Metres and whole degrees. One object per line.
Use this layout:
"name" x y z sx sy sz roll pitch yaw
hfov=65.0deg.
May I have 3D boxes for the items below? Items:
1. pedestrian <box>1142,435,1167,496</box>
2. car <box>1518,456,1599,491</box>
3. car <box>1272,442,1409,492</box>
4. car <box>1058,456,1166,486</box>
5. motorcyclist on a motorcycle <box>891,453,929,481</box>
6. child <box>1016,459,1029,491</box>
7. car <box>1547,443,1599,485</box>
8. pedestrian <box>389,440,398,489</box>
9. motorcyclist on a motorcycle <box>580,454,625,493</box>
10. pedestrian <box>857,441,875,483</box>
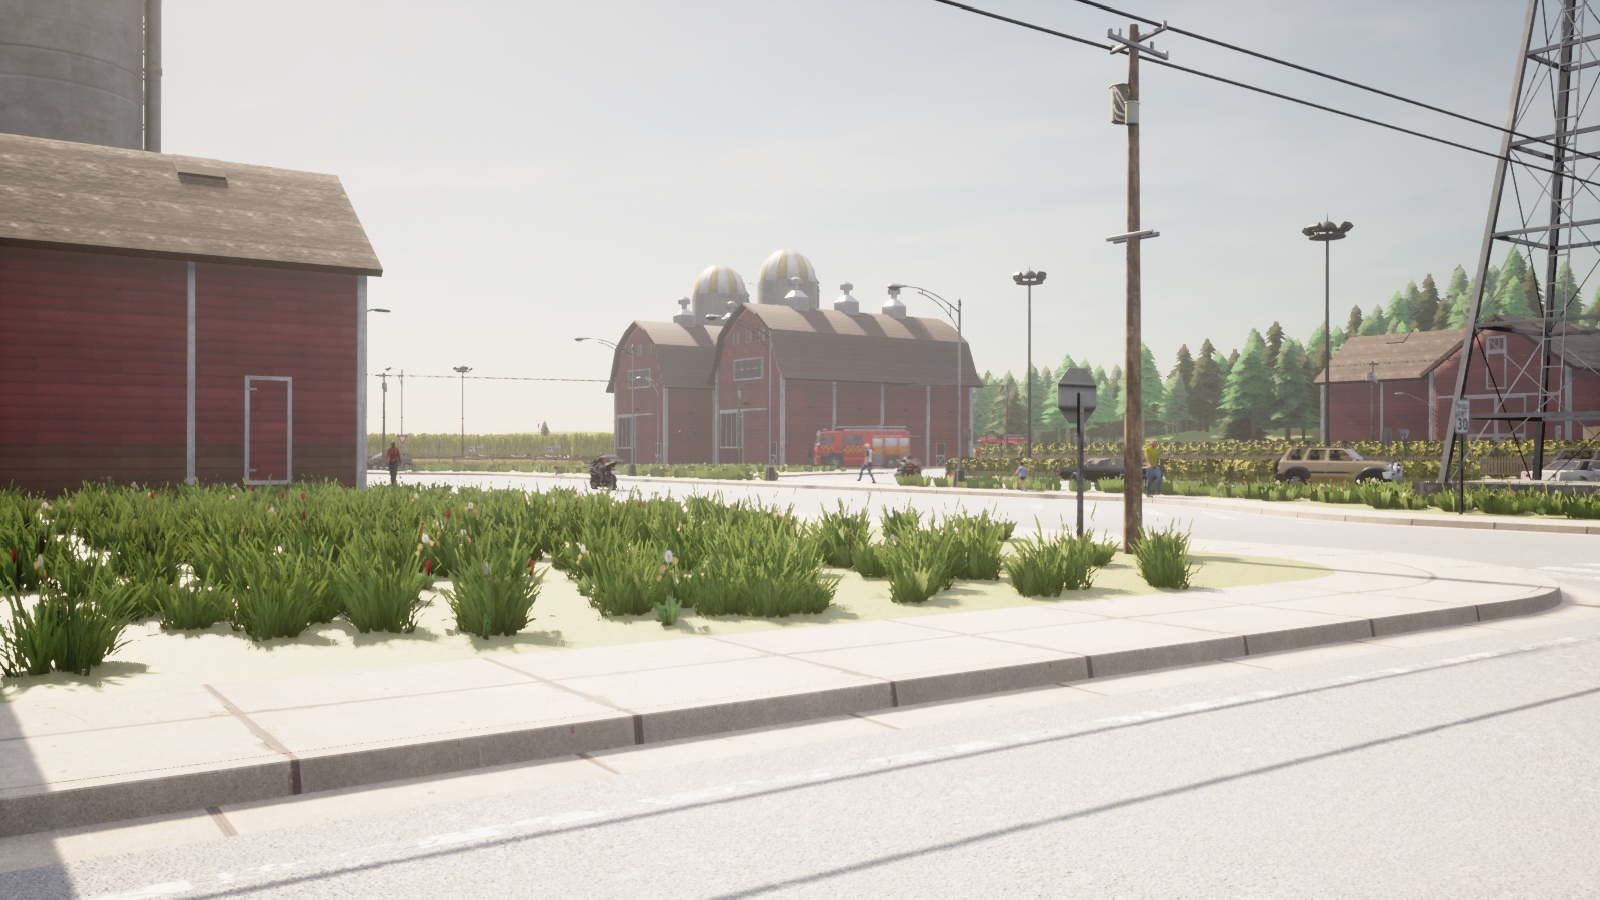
"pedestrian" 10.697 0.470 37.894 0.354 1.836 0.706 0 0 -21
"car" 30.457 0.899 48.582 4.718 1.301 1.895 0 0 -17
"car" 21.276 0.634 49.512 4.605 1.855 1.932 1 0 38
"car" 14.255 0.956 57.619 1.895 1.301 4.718 0 0 -35
"motorcyclist on a motorcycle" 6.047 0.936 69.069 0.866 1.530 2.191 0 0 -35
"child" 7.759 0.871 43.816 0.255 1.110 0.394 0 0 -36
"car" 36.358 0.622 56.237 1.932 1.855 4.605 0 0 -35
"pedestrian" -15.486 0.550 47.858 0.331 1.846 0.636 0 0 -19
"motorcyclist on a motorcycle" -7.884 0.919 50.027 0.866 1.530 2.191 0 0 -36
"pedestrian" 2.905 0.537 55.452 0.706 1.836 0.354 0 0 33
